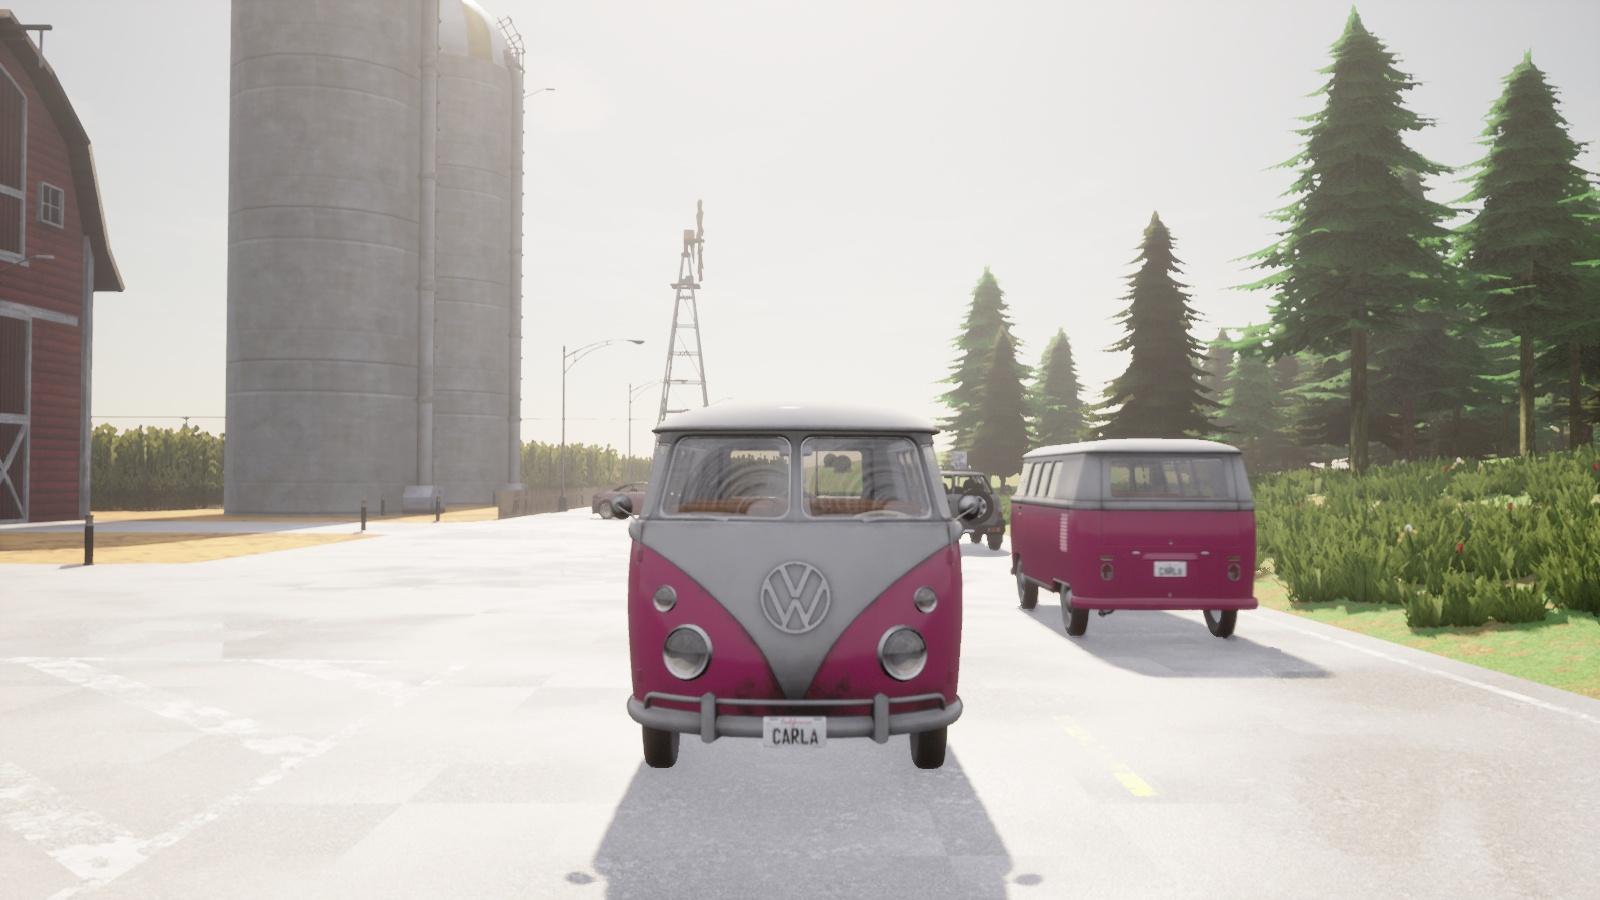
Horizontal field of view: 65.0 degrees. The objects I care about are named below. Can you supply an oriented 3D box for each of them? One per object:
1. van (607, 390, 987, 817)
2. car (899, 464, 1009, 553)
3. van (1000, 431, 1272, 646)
[{"bbox_3d":[-0.022,0.750,8.100,1.775,1.987,4.442,0,-1,0],"label":"van"},{"bbox_3d":[3.426,1.259,28.747,1.932,1.855,4.605,0,-1,0],"label":"car"},{"bbox_3d":[3.463,0.866,13.841,1.775,1.987,4.442,0,-1,0],"label":"van"}]
